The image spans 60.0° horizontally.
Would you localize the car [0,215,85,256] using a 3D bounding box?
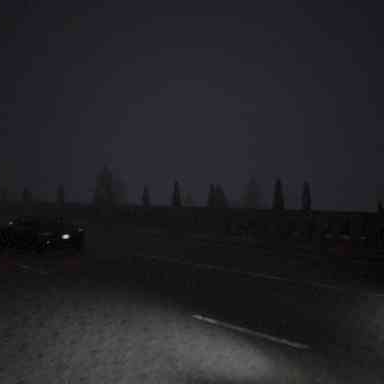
[{"bbox_3d":[-6.190,1.605,13.398,4.181,1.385,1.994,0,0,38],"label":"car"}]
